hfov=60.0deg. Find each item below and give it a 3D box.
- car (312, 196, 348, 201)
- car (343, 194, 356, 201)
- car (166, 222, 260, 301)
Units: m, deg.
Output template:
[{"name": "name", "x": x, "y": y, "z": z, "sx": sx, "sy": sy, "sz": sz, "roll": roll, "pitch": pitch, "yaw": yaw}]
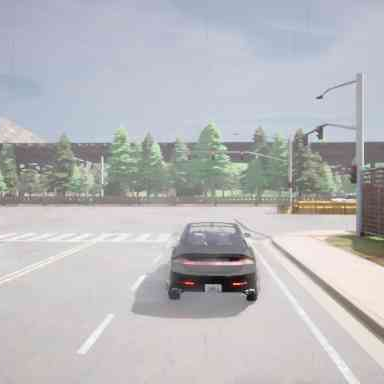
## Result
[{"name": "car", "x": 14.520, "y": 1.491, "z": 37.917, "sx": 4.902, "sy": 1.511, "sz": 2.128, "roll": 0, "pitch": 0, "yaw": 1}, {"name": "car", "x": 19.800, "y": 1.222, "z": 41.304, "sx": 5.566, "sy": 2.045, "sz": 2.150, "roll": 0, "pitch": 0, "yaw": 2}, {"name": "car", "x": 0.503, "y": 1.492, "z": 8.331, "sx": 2.128, "sy": 1.511, "sz": 4.902, "roll": 0, "pitch": 0, "yaw": 3}]
